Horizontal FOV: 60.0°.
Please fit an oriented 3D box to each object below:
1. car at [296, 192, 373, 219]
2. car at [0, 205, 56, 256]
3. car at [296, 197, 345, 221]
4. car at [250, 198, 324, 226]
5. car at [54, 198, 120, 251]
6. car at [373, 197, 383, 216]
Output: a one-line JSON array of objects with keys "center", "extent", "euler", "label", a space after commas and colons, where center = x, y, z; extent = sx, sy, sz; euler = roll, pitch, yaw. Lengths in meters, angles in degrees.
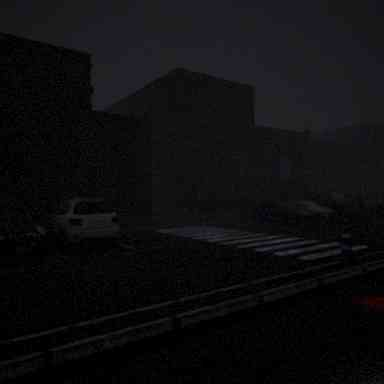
[{"center": [10.602, 1.026, 26.122], "extent": [2.435, 2.045, 5.566], "euler": [-1, 0, -35], "label": "car"}, {"center": [-7.310, 1.457, 13.460], "extent": [2.185, 1.767, 4.553], "euler": [-1, 0, -35], "label": "car"}, {"center": [8.340, 1.359, 24.550], "extent": [2.002, 1.452, 4.674], "euler": [-1, 0, -35], "label": "car"}, {"center": [6.111, 1.389, 22.927], "extent": [2.163, 1.488, 4.792], "euler": [-1, 0, -35], "label": "car"}, {"center": [-5.163, 1.298, 14.984], "extent": [2.435, 2.045, 5.566], "euler": [-1, 0, -35], "label": "car"}, {"center": [12.852, 1.110, 27.718], "extent": [2.185, 1.767, 4.553], "euler": [-1, 0, -35], "label": "car"}]
